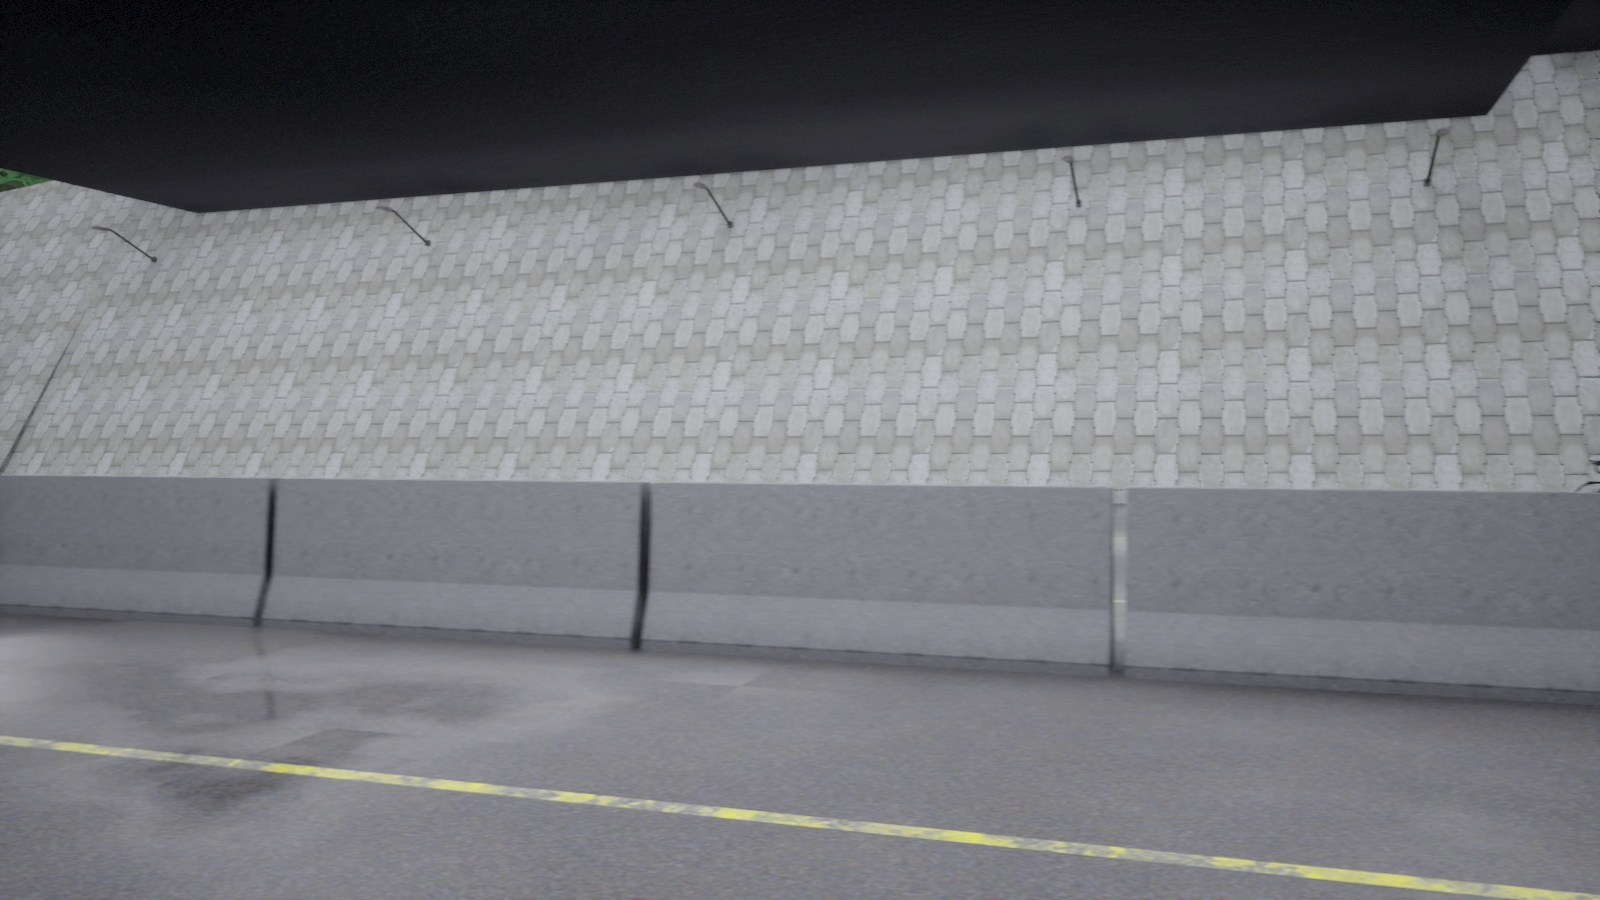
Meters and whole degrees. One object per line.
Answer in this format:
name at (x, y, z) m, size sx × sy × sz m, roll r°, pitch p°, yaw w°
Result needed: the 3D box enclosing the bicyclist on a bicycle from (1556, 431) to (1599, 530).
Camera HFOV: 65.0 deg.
bicyclist on a bicycle at (13.544, 0.497, 20.790) m, size 1.656 × 1.620 × 0.582 m, roll 0°, pitch 1°, yaw 19°
